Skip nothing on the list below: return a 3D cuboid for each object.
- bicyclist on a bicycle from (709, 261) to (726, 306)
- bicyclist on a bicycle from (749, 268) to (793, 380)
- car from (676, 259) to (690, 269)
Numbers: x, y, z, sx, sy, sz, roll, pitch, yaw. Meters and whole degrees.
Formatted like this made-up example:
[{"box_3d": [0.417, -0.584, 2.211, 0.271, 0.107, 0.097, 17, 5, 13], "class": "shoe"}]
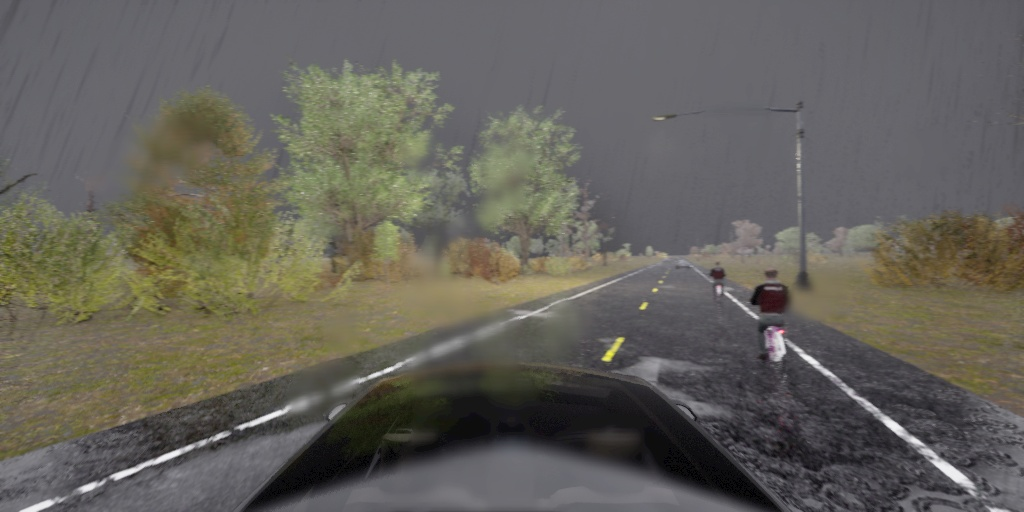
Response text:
[{"box_3d": [8.347, 1.079, 14.574, 0.659, 1.776, 1.843, -1, 0, 25], "class": "bicyclist on a bicycle"}, {"box_3d": [4.462, 1.082, 6.225, 0.659, 1.776, 1.843, -1, 0, 25], "class": "bicyclist on a bicycle"}, {"box_3d": [25.993, 1.265, 54.550, 1.994, 1.385, 4.181, -1, 0, 25], "class": "car"}]
